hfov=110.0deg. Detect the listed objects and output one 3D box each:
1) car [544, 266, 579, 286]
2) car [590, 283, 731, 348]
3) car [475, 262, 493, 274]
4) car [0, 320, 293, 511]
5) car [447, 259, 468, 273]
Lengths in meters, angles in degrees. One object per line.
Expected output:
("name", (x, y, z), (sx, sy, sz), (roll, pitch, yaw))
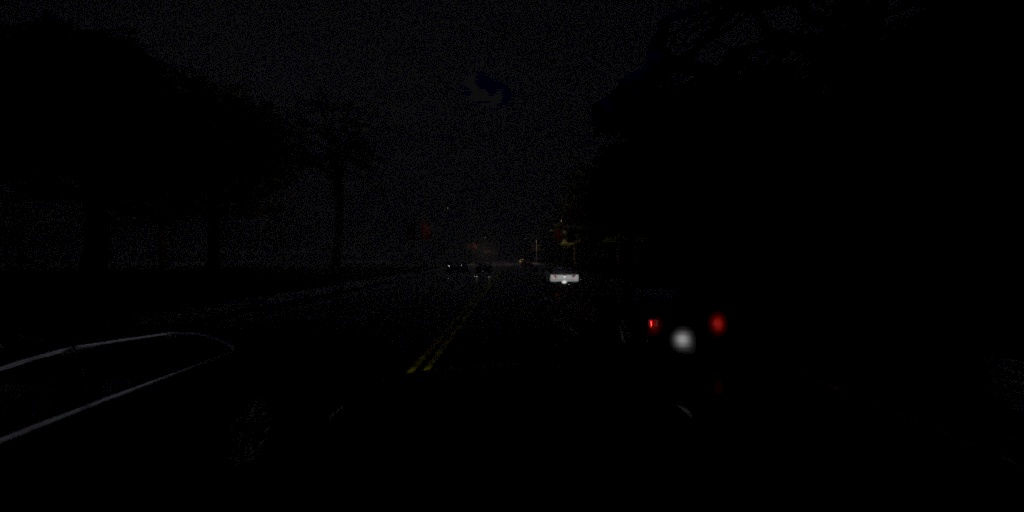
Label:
("car", (3.341, 1.379, 25.049), (1.895, 1.301, 4.718), (0, 0, 0))
("car", (3.348, 1.353, 9.253), (1.895, 1.301, 4.718), (0, 0, 0))
("car", (-3.353, 1.427, 43.420), (1.895, 1.301, 4.718), (0, 0, 0))
("car", (-3.351, 1.241, 1.972), (2.128, 1.511, 4.902), (0, 0, 0))
("car", (-6.599, 1.178, 43.731), (2.097, 1.767, 4.553), (0, 0, 0))
